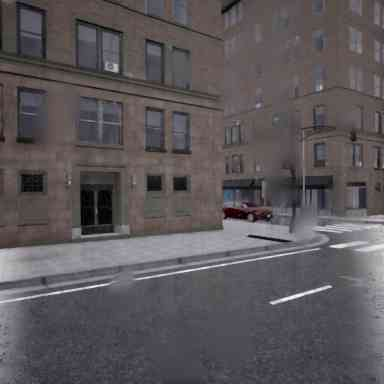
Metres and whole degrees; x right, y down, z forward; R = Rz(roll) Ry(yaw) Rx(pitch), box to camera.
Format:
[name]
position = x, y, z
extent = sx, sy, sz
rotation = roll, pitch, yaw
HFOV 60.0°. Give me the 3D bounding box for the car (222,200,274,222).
[car]
position = 3.986, 1.411, 25.541
extent = 1.882, 1.535, 5.008
rotation = -1, 1, -35
